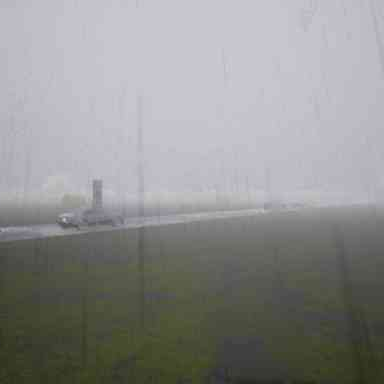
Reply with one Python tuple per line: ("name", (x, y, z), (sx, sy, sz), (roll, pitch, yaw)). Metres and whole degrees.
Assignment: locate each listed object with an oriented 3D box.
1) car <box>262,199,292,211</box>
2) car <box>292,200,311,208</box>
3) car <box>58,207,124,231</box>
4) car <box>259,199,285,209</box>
("car", (11.380, 1.751, 45.230), (1.882, 1.535, 5.008), (0, 0, 37))
("car", (17.616, 1.936, 53.683), (1.895, 1.301, 4.718), (0, 0, 37))
("car", (-6.405, 1.630, 21.415), (1.994, 1.385, 4.181), (0, -1, 37))
("car", (12.406, 1.806, 51.291), (2.128, 1.511, 4.902), (0, 0, 37))
